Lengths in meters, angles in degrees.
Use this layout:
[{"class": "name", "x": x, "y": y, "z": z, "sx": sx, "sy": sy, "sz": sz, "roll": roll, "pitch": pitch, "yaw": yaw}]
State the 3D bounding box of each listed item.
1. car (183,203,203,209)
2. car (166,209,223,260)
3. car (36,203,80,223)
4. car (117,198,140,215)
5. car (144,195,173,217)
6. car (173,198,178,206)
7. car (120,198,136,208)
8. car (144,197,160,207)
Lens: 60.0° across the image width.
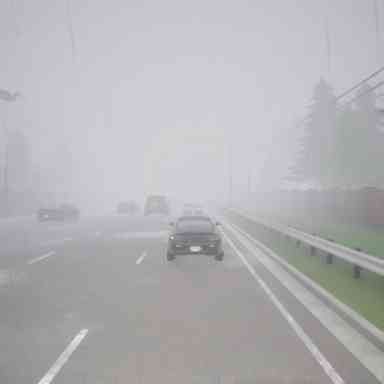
[{"class": "car", "x": 0.098, "y": 1.732, "z": 33.550, "sx": 1.895, "sy": 1.301, "sz": 4.718, "roll": 0, "pitch": 0, "yaw": 0}, {"class": "car", "x": 0.100, "y": 1.575, "z": 12.489, "sx": 1.812, "sy": 1.442, "sz": 4.674, "roll": 0, "pitch": 0, "yaw": 0}, {"class": "car", "x": -10.401, "y": 1.580, "z": 26.264, "sx": 1.882, "sy": 1.535, "sz": 5.008, "roll": 0, "pitch": 0, "yaw": 0}, {"class": "car", "x": -6.901, "y": 1.633, "z": 36.386, "sx": 2.128, "sy": 1.511, "sz": 4.902, "roll": 0, "pitch": 0, "yaw": 0}, {"class": "car", "x": -3.401, "y": 1.351, "z": 33.283, "sx": 2.150, "sy": 2.045, "sz": 5.566, "roll": 0, "pitch": 0, "yaw": 0}, {"class": "car", "x": -3.396, "y": 1.752, "z": 57.915, "sx": 1.812, "sy": 1.442, "sz": 4.674, "roll": 0, "pitch": 0, "yaw": 0}, {"class": "car", "x": -10.399, "y": 1.737, "z": 54.211, "sx": 1.812, "sy": 1.442, "sz": 4.674, "roll": 0, "pitch": 0, "yaw": 0}, {"class": "car", "x": -6.900, "y": 1.717, "z": 57.982, "sx": 2.128, "sy": 1.511, "sz": 4.902, "roll": 0, "pitch": 0, "yaw": 0}]
